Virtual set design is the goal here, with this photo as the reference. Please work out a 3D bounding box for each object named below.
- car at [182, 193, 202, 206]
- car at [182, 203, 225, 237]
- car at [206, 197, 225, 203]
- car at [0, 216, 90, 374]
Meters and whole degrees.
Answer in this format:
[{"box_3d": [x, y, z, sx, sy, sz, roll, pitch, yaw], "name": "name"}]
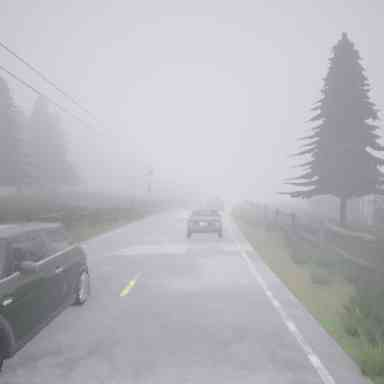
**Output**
[{"box_3d": [0.089, 1.186, 44.971, 2.150, 2.045, 5.566, 0, 0, 9], "name": "car"}, {"box_3d": [0.712, 1.534, 17.904, 2.033, 1.411, 5.357, 0, 0, 3], "name": "car"}, {"box_3d": [2.780, 1.324, 39.567, 2.097, 1.767, 4.553, 0, 0, 7], "name": "car"}, {"box_3d": [-3.194, 1.344, 4.972, 2.097, 1.767, 4.553, 0, 0, 1], "name": "car"}]
